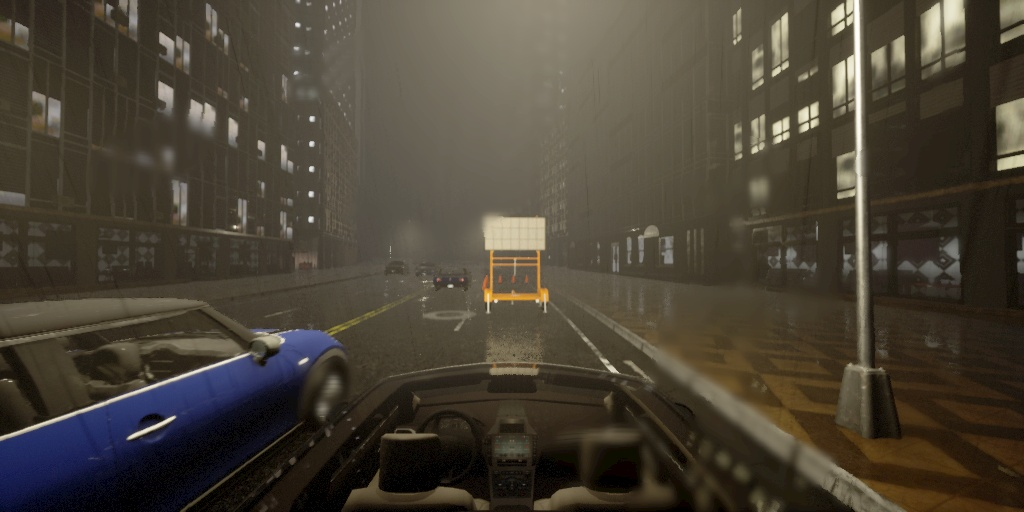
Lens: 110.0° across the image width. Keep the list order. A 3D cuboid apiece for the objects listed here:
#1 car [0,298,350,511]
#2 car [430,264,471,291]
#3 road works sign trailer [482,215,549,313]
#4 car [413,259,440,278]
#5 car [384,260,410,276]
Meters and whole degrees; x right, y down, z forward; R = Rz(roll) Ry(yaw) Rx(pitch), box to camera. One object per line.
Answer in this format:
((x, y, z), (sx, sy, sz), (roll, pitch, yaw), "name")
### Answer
((-3.141, 1.101, 2.719), (2.097, 1.767, 4.553), (0, 0, 1), "car")
((-3.477, 1.333, 21.715), (1.895, 1.301, 4.718), (0, 0, -3), "car")
((0.110, 0.207, 13.926), (2.380, 3.560, 2.880), (0, 0, -3), "road works sign trailer")
((-8.021, 1.262, 34.350), (2.033, 1.411, 5.357), (0, 0, -7), "car")
((-11.532, 1.208, 36.079), (1.837, 1.490, 4.892), (0, 0, -7), "car")
